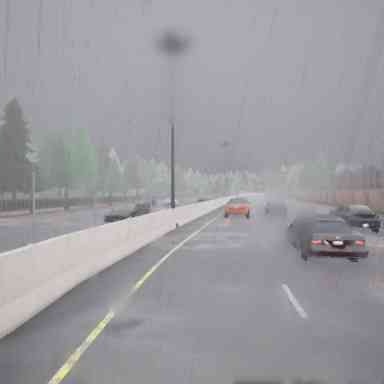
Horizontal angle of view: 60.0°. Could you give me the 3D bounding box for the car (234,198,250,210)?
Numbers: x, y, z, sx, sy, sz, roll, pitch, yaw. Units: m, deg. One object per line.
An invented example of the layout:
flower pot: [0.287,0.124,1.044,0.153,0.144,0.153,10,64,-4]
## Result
car: [6.633,1.544,44.085,1.994,1.385,4.181,0,0,10]

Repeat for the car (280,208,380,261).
car: [4.689,1.542,12.267,2.033,1.411,5.357,0,0,9]

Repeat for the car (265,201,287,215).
car: [8.258,1.586,32.961,1.895,1.301,4.718,0,0,10]

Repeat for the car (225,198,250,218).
car: [4.277,1.342,30.719,2.097,1.767,4.553,0,0,11]

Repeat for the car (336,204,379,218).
car: [9.518,1.496,19.821,1.837,1.490,4.892,0,0,10]

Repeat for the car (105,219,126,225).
car: [-4.375,1.467,22.969,1.882,1.535,5.008,0,0,10]
